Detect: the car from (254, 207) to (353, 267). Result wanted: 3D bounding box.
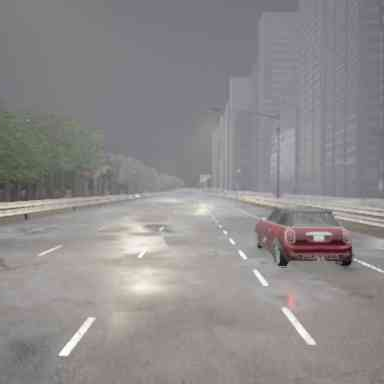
[{"bbox_3d":[3.507,1.278,11.319,2.097,1.767,4.553,0,0,0],"label":"car"}]
